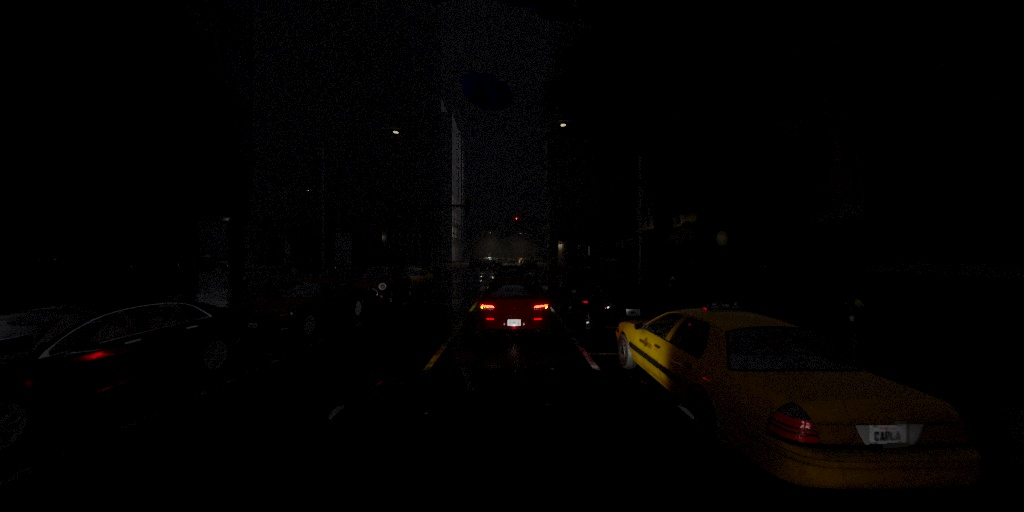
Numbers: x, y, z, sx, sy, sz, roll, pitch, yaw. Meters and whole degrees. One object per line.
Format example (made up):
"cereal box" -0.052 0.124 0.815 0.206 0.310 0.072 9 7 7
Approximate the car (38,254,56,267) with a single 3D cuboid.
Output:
"car" -48.228 0.416 35.630 4.181 1.385 1.994 1 0 0

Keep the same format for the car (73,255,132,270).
"car" -37.279 0.621 32.517 4.181 1.385 1.994 1 0 -1

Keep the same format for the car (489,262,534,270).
"car" -0.001 1.256 18.925 1.837 1.490 4.892 0 0 0

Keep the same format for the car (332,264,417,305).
"car" -5.778 1.190 15.670 1.967 1.591 4.097 0 0 0

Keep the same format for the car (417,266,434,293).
"car" -5.784 1.277 20.957 1.751 1.417 4.829 0 0 0

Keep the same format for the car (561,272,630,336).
"car" 2.754 1.316 10.225 1.948 1.339 4.313 0 0 0

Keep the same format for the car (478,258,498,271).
"car" -3.152 1.285 47.945 1.812 1.442 4.674 0 0 0

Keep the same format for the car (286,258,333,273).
"car" -17.857 0.936 32.571 4.892 1.490 1.837 1 0 0

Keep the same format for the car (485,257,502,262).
"car" -3.151 1.328 57.913 1.994 1.385 4.181 0 0 0

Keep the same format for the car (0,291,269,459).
"car" -5.765 1.300 4.756 2.007 1.370 4.403 0 0 0

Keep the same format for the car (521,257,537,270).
"car" 2.703 1.201 53.107 1.967 1.591 4.097 0 0 0

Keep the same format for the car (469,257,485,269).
"car" -5.829 1.079 58.535 2.192 1.841 5.009 0 0 0

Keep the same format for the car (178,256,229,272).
"car" -27.356 0.751 32.542 4.892 1.490 1.837 1 0 0

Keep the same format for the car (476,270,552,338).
"car" 0.061 1.276 10.059 1.812 1.442 4.674 0 0 0

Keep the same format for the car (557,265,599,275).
"car" 6.952 1.516 36.567 4.718 1.301 1.895 1 0 10

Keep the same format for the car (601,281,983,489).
"car" 2.760 1.275 4.939 1.751 1.417 4.829 0 0 0

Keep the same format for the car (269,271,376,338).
"car" -5.771 1.295 10.213 1.888 1.381 4.507 0 0 0
